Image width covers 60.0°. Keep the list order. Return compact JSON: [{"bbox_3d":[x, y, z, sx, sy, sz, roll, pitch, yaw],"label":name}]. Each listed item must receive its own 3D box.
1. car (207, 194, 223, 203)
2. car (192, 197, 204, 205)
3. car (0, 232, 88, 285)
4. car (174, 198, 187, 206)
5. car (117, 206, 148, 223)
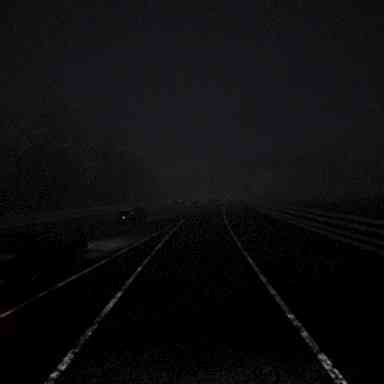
[{"bbox_3d":[4.754,1.625,69.205,1.895,1.301,4.718,-4,0,12],"label":"car"},{"bbox_3d":[1.177,1.781,69.057,1.837,1.490,4.892,-4,0,12],"label":"car"},{"bbox_3d":[-5.113,1.947,10.576,1.895,1.301,4.718,-4,0,7],"label":"car"},{"bbox_3d":[-2.417,2.033,68.916,1.837,1.490,4.892,-4,0,12],"label":"car"},{"bbox_3d":[-5.637,2.037,31.435,1.812,1.442,4.674,-4,0,9],"label":"car"}]
